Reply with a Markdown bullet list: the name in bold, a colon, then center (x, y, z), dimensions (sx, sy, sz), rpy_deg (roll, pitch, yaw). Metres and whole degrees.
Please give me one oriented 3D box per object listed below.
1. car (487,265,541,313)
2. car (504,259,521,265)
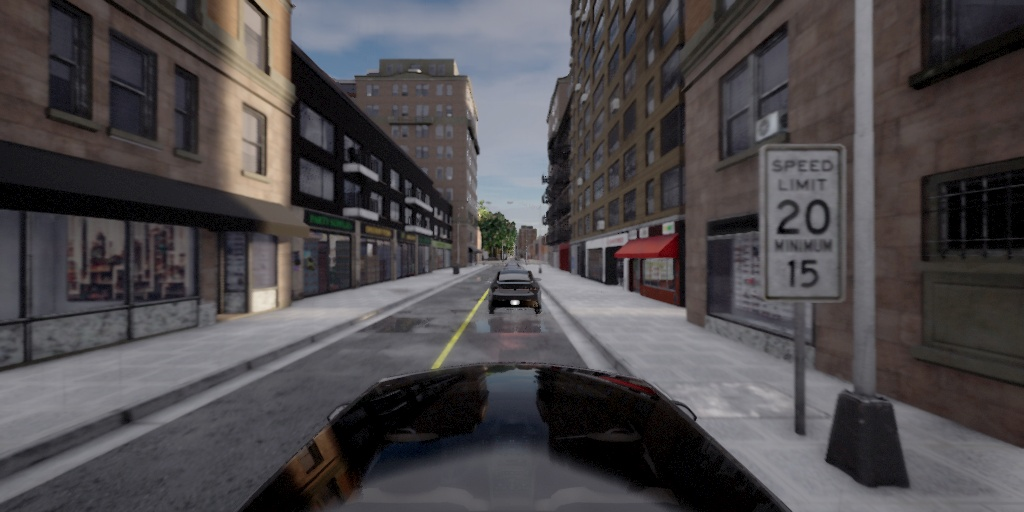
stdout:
- **car**: center (0.097, 1.262, 14.093), dimensions (1.837, 1.490, 4.892), rpy_deg (0, 0, 0)
- **car**: center (0.065, 1.350, 38.436), dimensions (1.994, 1.385, 4.181), rpy_deg (0, 0, 0)
